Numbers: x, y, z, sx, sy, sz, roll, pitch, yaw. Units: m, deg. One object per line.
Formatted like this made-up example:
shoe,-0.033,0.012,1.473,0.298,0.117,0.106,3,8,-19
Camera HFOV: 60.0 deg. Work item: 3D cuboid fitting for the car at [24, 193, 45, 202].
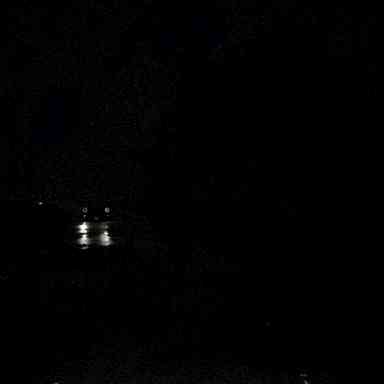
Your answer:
car,-29.672,0.966,61.869,1.882,1.535,5.008,1,1,-44

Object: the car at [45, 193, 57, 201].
car,-28.825,0.997,66.672,4.892,1.490,1.837,1,0,42

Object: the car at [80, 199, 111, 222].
car,-7.696,1.334,26.355,2.097,1.767,4.553,0,0,-19

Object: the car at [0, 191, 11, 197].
car,-44.015,0.441,77.056,5.008,1.535,1.882,2,0,30
